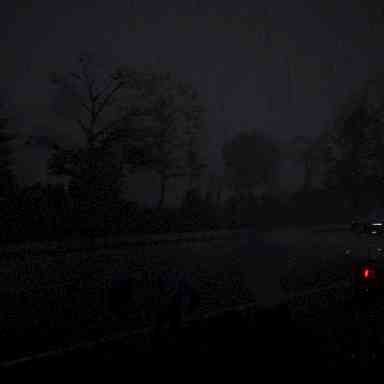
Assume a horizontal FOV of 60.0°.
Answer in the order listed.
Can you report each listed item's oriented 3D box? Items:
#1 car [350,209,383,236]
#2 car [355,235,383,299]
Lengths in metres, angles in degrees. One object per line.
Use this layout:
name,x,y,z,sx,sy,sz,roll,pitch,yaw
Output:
car,10.837,1.630,18.062,5.008,1.535,1.882,1,0,-25
car,5.771,1.677,7.213,4.718,1.301,1.895,1,0,-31
